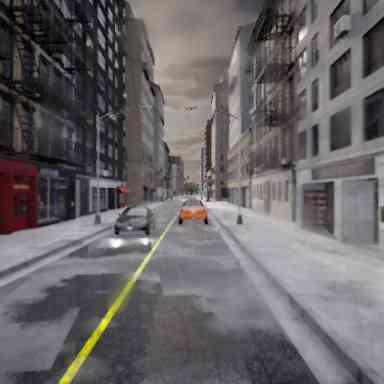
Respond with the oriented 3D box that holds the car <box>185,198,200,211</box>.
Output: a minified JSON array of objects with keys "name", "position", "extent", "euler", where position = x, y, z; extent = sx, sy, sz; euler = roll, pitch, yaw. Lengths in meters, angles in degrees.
[{"name":"car","position":[0.064,1.560,43.263],"extent":[1.837,1.490,4.892],"euler":[0,0,0]}]

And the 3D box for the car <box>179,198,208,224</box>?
[{"name":"car","position":[0.099,1.361,25.308],"extent":[2.097,1.767,4.553],"euler":[0,0,0]}]

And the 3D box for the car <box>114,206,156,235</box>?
[{"name":"car","position":[-3.085,1.527,18.780],"extent":[1.812,1.442,4.674],"euler":[0,0,0]}]
